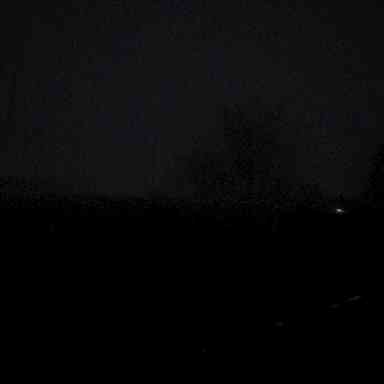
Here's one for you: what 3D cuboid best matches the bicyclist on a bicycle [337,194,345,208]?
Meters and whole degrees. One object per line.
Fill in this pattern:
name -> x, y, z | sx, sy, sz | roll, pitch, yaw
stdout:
bicyclist on a bicycle -> 17.977, 1.094, 40.061 | 1.656, 1.620, 0.582 | 0, 1, -35

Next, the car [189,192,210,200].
car -> 1.248, 0.643, 58.331 | 1.812, 1.442, 4.674 | -1, 2, -35

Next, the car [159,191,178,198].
car -> -4.840, 0.439, 66.827 | 2.033, 1.411, 5.357 | -1, 2, -35
